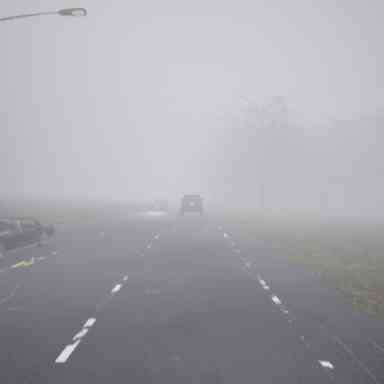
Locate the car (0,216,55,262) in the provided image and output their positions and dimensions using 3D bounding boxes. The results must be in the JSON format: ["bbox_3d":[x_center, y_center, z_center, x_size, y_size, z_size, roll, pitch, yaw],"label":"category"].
[{"bbox_3d":[-6.927,1.602,12.160,1.895,1.301,4.718,0,0,3],"label":"car"}]

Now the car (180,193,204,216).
[{"bbox_3d":[-0.016,1.248,33.651,2.150,2.045,5.566,0,0,0],"label":"car"}]

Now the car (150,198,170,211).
[{"bbox_3d":[-3.952,1.533,41.700,2.128,1.511,4.902,0,0,4],"label":"car"}]
